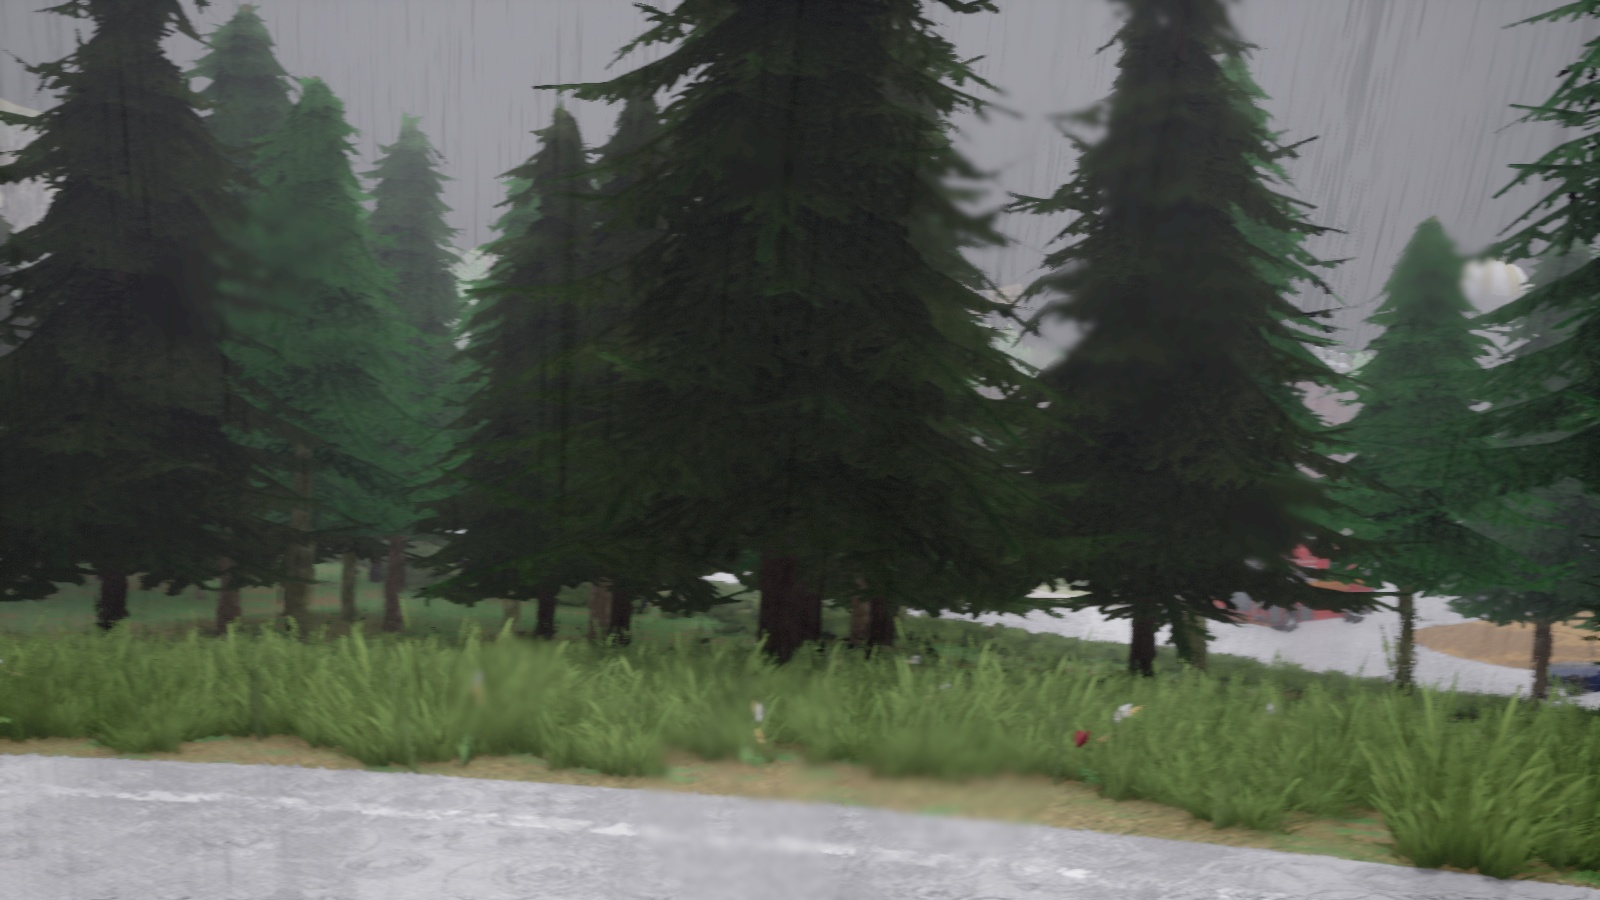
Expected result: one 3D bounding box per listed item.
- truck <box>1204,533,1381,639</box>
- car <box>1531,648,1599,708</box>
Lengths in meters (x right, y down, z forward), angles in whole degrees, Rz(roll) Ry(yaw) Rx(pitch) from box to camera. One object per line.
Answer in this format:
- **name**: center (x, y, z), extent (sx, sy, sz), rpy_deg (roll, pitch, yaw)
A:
- **truck**: center (21.481, 5.766, 54.501), extent (8.468, 3.827, 2.891), rpy_deg (2, 3, -37)
- **car**: center (27.647, 7.863, 41.900), extent (5.357, 1.411, 2.033), rpy_deg (5, 3, 37)
